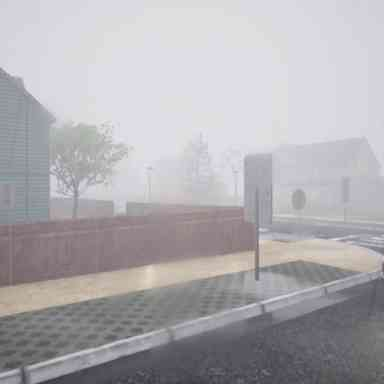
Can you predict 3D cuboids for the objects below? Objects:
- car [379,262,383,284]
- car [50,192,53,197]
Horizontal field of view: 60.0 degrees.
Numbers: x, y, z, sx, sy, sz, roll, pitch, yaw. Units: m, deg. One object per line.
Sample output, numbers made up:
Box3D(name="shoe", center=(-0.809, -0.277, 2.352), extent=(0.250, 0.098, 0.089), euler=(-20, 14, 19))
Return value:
Box3D(name="car", center=(6.107, 1.604, 7.306), extent=(4.718, 1.301, 1.895), euler=(0, 0, -36))
Box3D(name="car", center=(-34.202, 0.933, 78.198), extent=(2.150, 2.045, 5.566), euler=(0, 0, -36))
